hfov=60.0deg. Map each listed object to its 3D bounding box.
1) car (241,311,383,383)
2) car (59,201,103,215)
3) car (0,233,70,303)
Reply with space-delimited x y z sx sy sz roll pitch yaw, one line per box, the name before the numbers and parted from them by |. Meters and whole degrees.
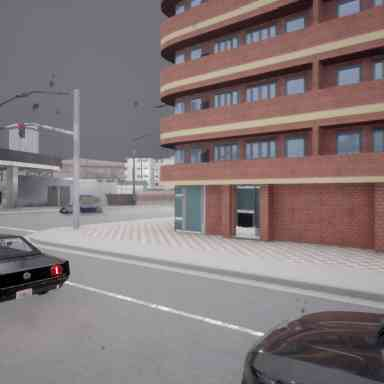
car | 2.668 1.514 2.092 4.892 1.490 1.837 0 0 35
car | -10.851 1.573 32.740 1.994 1.385 4.181 0 0 35
car | -4.913 1.599 7.483 4.718 1.301 1.895 0 0 36
